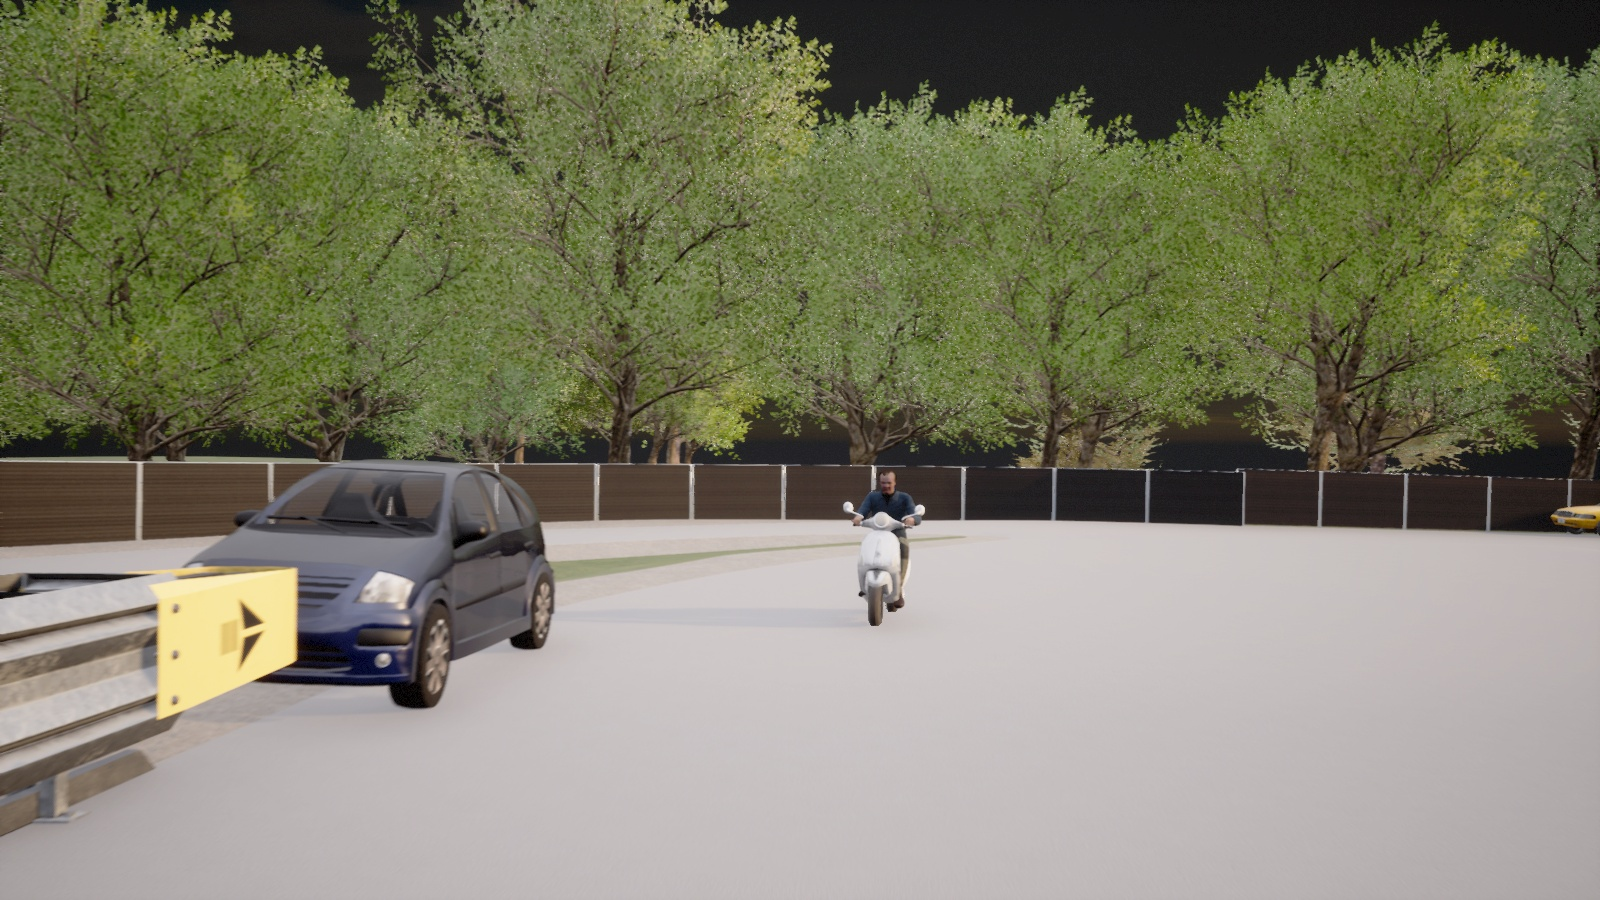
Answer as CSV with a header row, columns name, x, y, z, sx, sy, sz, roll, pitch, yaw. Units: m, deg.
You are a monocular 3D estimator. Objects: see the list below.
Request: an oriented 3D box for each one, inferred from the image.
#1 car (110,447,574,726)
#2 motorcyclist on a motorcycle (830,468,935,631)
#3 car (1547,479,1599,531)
name,x,y,z,sx,sy,sz,roll,pitch,yaw
car,-3.151,0.865,9.626,1.851,1.617,3.988,2,-1,3
motorcyclist on a motorcycle,0.911,0.998,13.364,0.866,1.590,1.817,0,-1,12
car,28.759,1.953,42.915,5.366,1.575,1.801,2,2,-4
